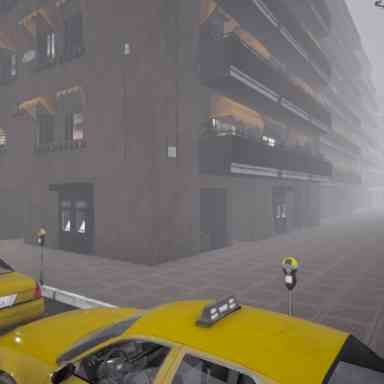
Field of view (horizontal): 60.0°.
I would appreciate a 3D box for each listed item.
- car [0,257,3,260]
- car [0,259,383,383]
[{"bbox_3d":[-4.591,1.527,6.009,4.829,1.417,1.752,0,0,36],"label":"car"},{"bbox_3d":[-0.003,1.526,2.728,4.829,1.417,1.752,0,0,36],"label":"car"}]
